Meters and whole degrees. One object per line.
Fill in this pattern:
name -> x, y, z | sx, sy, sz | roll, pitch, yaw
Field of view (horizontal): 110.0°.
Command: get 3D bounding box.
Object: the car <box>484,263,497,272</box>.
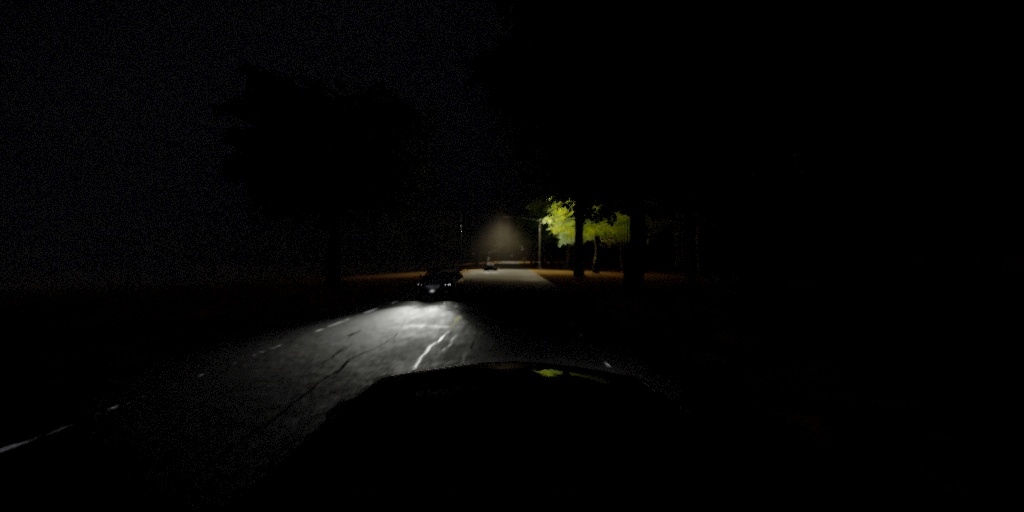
car -> -3.505, 1.868, 59.324 | 1.994, 1.385, 4.181 | 0, -1, 1

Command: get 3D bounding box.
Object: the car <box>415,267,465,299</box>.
car -> -3.582, 1.321, 18.582 | 2.128, 1.511, 4.902 | 0, 0, 0
